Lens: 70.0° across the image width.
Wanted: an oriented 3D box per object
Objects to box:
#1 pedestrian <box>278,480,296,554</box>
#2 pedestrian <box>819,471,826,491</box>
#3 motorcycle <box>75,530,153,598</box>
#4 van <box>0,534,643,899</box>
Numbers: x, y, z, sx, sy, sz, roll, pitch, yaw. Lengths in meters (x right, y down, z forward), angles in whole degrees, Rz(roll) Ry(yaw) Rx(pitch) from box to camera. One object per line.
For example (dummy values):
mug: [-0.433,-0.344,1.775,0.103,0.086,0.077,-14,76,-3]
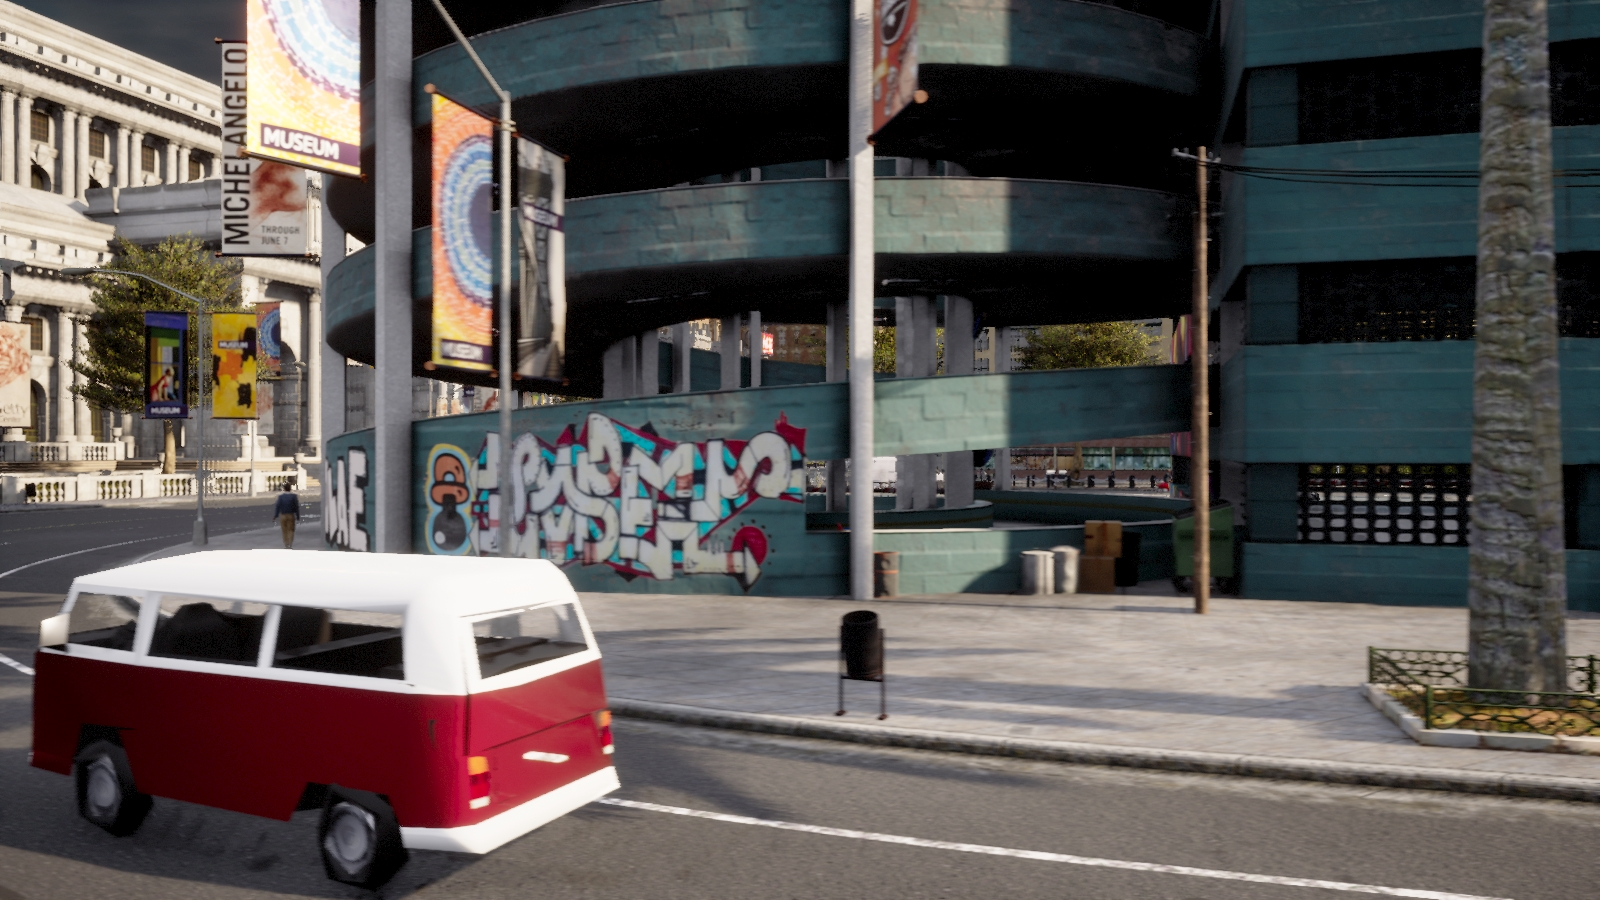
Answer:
pedestrian: [-13.067,1.703,29.123,0.375,1.860,0.375,0,0,-19]
pedestrian: [1.433,1.997,73.355,0.375,1.300,0.375,0,0,12]
motorcycle: [-13.504,2.218,22.456,2.033,1.145,0.803,0,0,44]
van: [-3.635,1.785,8.529,4.480,2.038,2.069,0,0,25]
